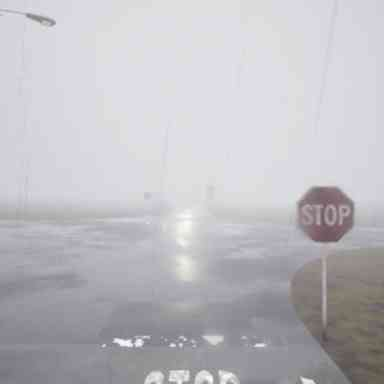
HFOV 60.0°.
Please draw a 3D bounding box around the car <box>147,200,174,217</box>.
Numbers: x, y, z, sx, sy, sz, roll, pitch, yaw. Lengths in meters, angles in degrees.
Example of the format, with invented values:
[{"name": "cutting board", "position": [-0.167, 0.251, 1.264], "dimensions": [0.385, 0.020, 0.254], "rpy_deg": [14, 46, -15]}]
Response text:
[{"name": "car", "position": [-2.948, 1.609, 32.219], "dimensions": [1.837, 1.490, 4.892], "rpy_deg": [1, 1, 8]}]
